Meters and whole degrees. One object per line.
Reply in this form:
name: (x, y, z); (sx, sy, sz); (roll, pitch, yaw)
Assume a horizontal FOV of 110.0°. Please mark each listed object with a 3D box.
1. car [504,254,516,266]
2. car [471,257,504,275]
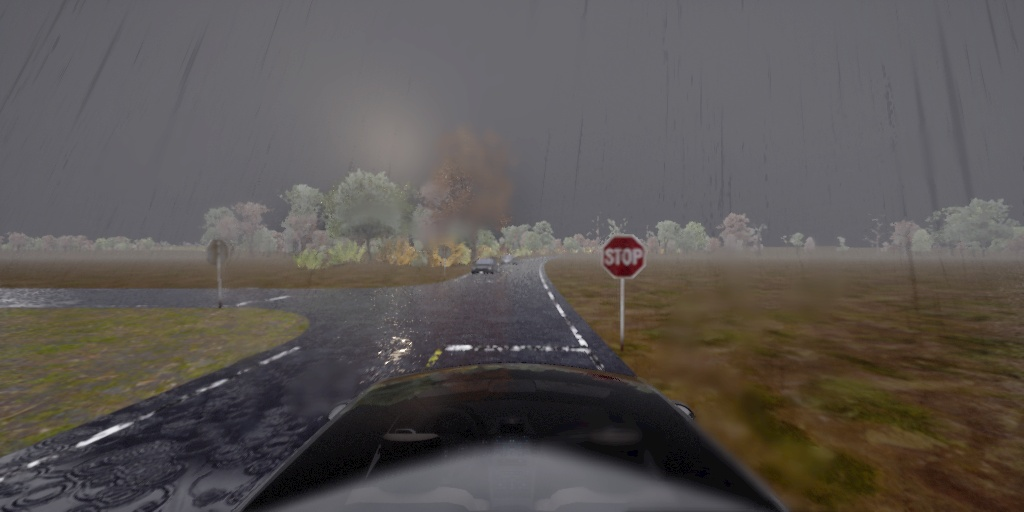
car: (-0.465, 0.534, 50.011); (2.128, 1.511, 4.902); (0, 1, 6)
car: (-2.215, 0.877, 31.031); (2.033, 1.411, 5.357); (0, 1, 5)
